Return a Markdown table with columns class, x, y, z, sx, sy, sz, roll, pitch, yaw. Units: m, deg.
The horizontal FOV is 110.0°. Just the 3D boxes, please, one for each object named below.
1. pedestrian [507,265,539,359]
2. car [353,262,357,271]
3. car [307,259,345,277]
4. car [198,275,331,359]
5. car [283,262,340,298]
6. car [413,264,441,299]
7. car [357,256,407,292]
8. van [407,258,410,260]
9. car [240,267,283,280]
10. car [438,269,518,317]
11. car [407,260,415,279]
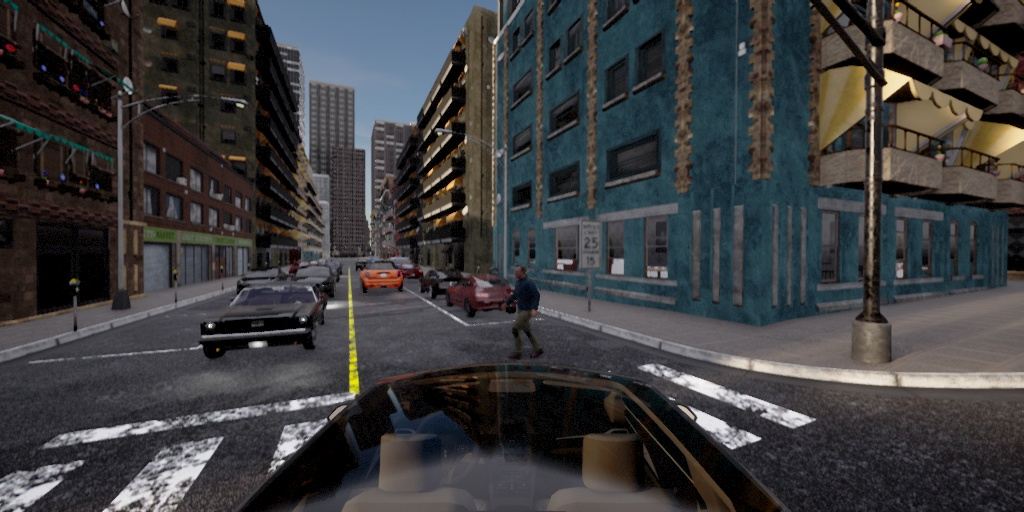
| class | x | y | z | sx | sy | sz | roll | pitch | yaw |
| --- | --- | --- | --- | --- | --- | --- | --- | --- | --- |
| pedestrian | 0.207 | 1.031 | 6.808 | 0.375 | 1.860 | 0.375 | -1 | 1 | -24 |
| car | -19.596 | 1.148 | 47.057 | 1.837 | 1.490 | 4.892 | 0 | 0 | -25 |
| car | -14.049 | 1.177 | 27.193 | 2.128 | 1.511 | 4.902 | 0 | 0 | -24 |
| car | -5.636 | 1.331 | 8.690 | 1.895 | 1.301 | 4.718 | 0 | 0 | -24 |
| car | -9.778 | 1.213 | 17.798 | 1.837 | 1.490 | 4.892 | 0 | 0 | -25 |
| car | -3.460 | 1.276 | 17.891 | 1.948 | 1.339 | 4.313 | 0 | 0 | -25 |
| car | -7.703 | 1.053 | 20.938 | 2.097 | 1.767 | 4.553 | 0 | 0 | -24 |
| van | -10.331 | 1.016 | 32.969 | 1.690 | 1.789 | 3.998 | 0 | 0 | -24 |
| car | -13.382 | 1.268 | 19.452 | 1.948 | 1.339 | 4.313 | 0 | 0 | -24 |
| car | -1.169 | 1.304 | 12.865 | 1.802 | 1.307 | 4.207 | 0 | 0 | -24 |
| car | -8.041 | 1.231 | 27.943 | 1.888 | 1.381 | 4.507 | 0 | 0 | -24 |
